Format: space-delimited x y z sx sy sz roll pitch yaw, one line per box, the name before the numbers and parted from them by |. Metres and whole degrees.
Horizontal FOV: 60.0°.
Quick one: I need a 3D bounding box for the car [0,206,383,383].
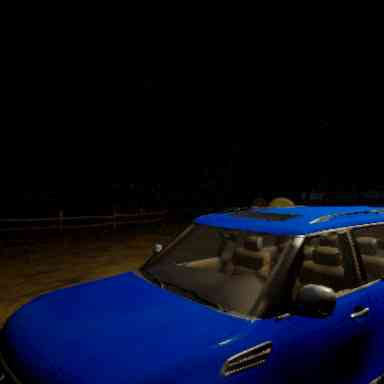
car | 0.891 1.220 3.700 5.566 2.045 2.150 0 0 -35
